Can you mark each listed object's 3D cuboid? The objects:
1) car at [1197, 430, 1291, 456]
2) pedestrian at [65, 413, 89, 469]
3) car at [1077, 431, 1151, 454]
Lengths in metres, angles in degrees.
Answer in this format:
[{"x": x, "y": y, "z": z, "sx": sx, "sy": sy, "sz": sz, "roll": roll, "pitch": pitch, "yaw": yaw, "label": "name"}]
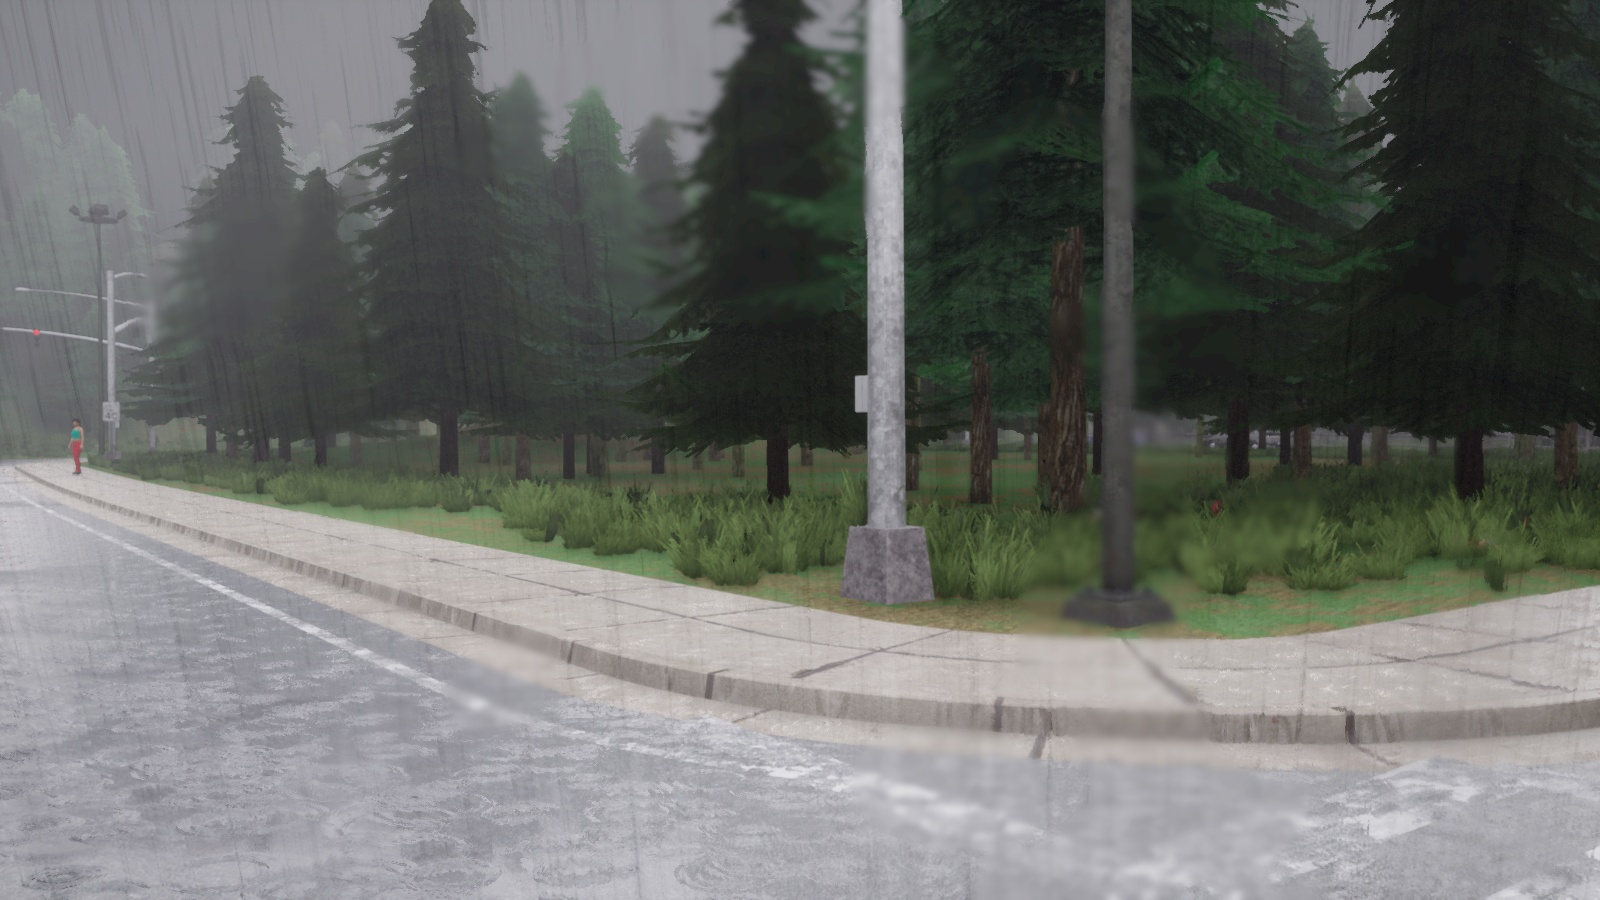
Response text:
[{"x": 26.217, "y": -0.447, "z": 74.317, "sx": 2.128, "sy": 1.511, "sz": 4.902, "roll": -1, "pitch": 1, "yaw": -34, "label": "car"}, {"x": -23.566, "y": -0.298, "z": 40.927, "sx": 0.345, "sy": 1.836, "sz": 0.594, "roll": 1, "pitch": 1, "yaw": 30, "label": "pedestrian"}, {"x": 20.611, "y": -0.535, "z": 82.546, "sx": 1.812, "sy": 1.442, "sz": 4.674, "roll": -1, "pitch": 1, "yaw": -35, "label": "car"}]
